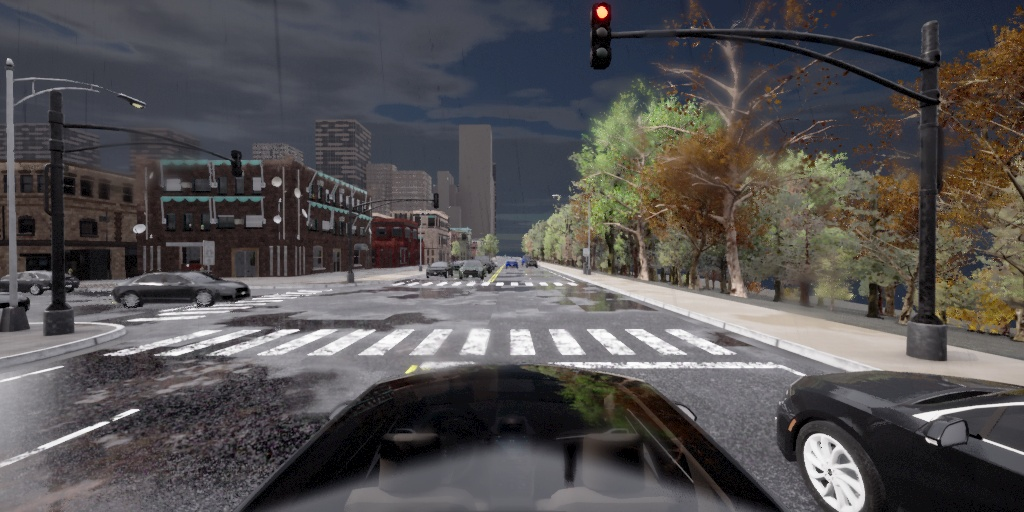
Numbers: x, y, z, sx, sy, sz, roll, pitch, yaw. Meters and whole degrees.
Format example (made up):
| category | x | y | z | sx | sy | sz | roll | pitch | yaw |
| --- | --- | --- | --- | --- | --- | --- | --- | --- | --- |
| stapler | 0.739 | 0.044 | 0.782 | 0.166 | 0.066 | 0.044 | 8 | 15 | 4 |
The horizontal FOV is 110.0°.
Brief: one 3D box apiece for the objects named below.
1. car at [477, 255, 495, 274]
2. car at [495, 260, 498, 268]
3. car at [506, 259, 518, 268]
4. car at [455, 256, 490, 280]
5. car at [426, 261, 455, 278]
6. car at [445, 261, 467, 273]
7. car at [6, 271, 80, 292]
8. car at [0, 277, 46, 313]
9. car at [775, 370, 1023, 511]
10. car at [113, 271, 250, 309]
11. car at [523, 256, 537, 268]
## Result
| category | x | y | z | sx | sy | sz | roll | pitch | yaw |
| --- | --- | --- | --- | --- | --- | --- | --- | --- | --- |
| car | -3.425 | 0.958 | 41.292 | 2.150 | 2.045 | 5.566 | 0 | 0 | 0 |
| car | -3.445 | 1.296 | 51.346 | 1.994 | 1.385 | 4.181 | 0 | 0 | 0 |
| car | -0.022 | 1.206 | 59.418 | 1.882 | 1.535 | 5.008 | 0 | 0 | 0 |
| car | -3.405 | 1.093 | 31.712 | 2.097 | 1.767 | 4.553 | 0 | 0 | 0 |
| car | -6.656 | 1.218 | 33.540 | 1.882 | 1.535 | 5.008 | 0 | 0 | 0 |
| car | -6.672 | 1.336 | 43.502 | 1.895 | 1.301 | 4.718 | 0 | 0 | 0 |
| car | -28.321 | 1.560 | 21.151 | 4.403 | 1.370 | 2.007 | 0 | 0 | 0 |
| car | -19.970 | 1.565 | 12.656 | 4.313 | 1.339 | 1.948 | 0 | 0 | 0 |
| car | 3.365 | 1.255 | 1.275 | 1.837 | 1.490 | 4.892 | 0 | 0 | -2 |
| car | -14.160 | 1.402 | 15.541 | 4.892 | 1.490 | 1.837 | -1 | 1 | -2 |
| car | 3.226 | 1.229 | 60.061 | 1.837 | 1.490 | 4.892 | 0 | -1 | 0 |
